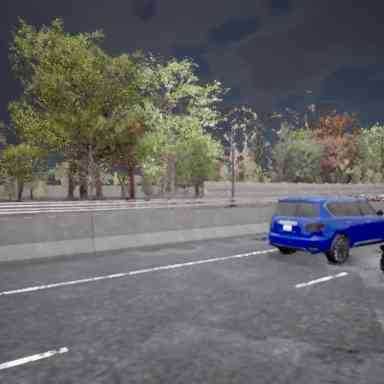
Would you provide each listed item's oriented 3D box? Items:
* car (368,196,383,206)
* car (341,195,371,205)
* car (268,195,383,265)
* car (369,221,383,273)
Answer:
[{"bbox_3d":[28.838,1.316,50.273,4.718,1.301,1.895,0,0,-35],"label":"car"},{"bbox_3d":[25.892,1.212,52.476,4.902,1.511,2.128,0,0,-35],"label":"car"},{"bbox_3d":[5.126,1.158,11.741,5.566,2.045,2.150,-1,0,-35],"label":"car"},{"bbox_3d":[6.724,1.500,8.586,4.181,1.385,1.994,0,0,-35],"label":"car"}]
